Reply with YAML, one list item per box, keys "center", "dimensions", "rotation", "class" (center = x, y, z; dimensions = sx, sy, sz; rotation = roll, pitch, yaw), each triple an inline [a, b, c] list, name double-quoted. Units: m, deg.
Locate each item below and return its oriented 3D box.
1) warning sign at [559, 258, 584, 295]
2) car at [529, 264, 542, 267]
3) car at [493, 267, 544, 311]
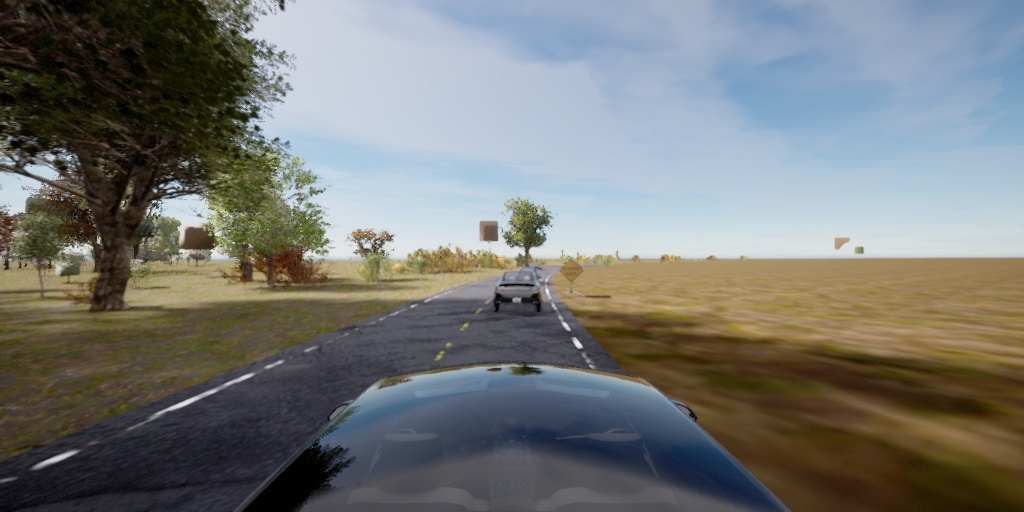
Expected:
- center: [3.113, 1.048, 18.788]
  dimensions: [1.300, 1.860, 1.060]
  rotation: [0, 0, 3]
  class: "warning sign"
- center: [1.373, 1.613, 30.008]
  dimensions: [1.994, 1.385, 4.181]
  rotation: [0, -1, 7]
  class: "car"
- center: [0.311, 1.388, 15.243]
  dimensions: [2.128, 1.511, 4.902]
  rotation: [0, 0, 3]
  class: "car"
